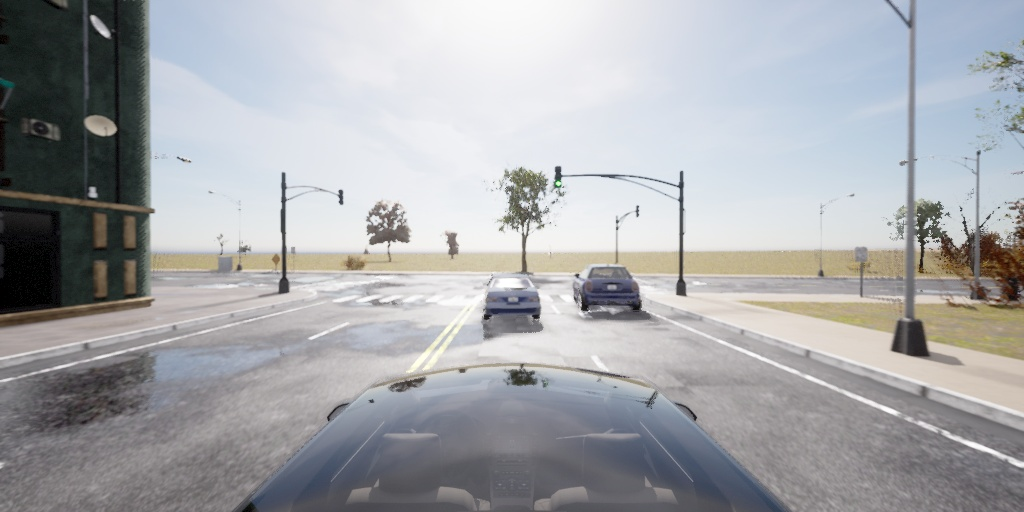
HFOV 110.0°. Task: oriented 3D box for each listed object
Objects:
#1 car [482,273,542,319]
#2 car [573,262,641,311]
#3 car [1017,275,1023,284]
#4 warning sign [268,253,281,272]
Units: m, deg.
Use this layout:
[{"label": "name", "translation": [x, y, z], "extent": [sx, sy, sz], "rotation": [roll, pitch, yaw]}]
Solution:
[{"label": "car", "translation": [-0.089, 1.301, 12.839], "extent": [2.033, 1.411, 5.357], "rotation": [0, 0, -3]}, {"label": "car", "translation": [3.663, 1.106, 14.552], "extent": [2.097, 1.767, 4.553], "rotation": [0, 0, 5]}, {"label": "car", "translation": [42.668, 1.632, 27.952], "extent": [4.902, 1.511, 2.128], "rotation": [1, 1, 2]}, {"label": "warning sign", "translation": [-23.470, 0.607, 35.656], "extent": [1.060, 1.860, 1.300], "rotation": [0, 0, 1]}]
